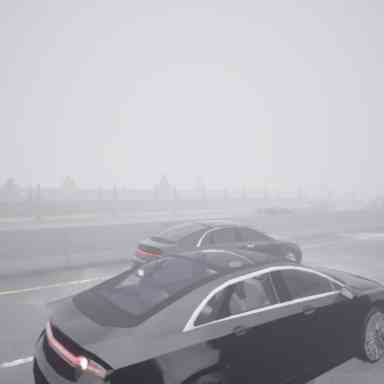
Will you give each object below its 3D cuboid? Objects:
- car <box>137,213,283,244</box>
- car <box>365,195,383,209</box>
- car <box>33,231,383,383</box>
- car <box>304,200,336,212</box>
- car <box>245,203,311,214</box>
[{"bbox_3d":[0.859,1.503,8.634,4.892,1.490,1.837,0,0,-36],"label":"car"},{"bbox_3d":[21.066,1.346,36.006,5.566,2.045,2.150,1,-1,-35],"label":"car"},{"bbox_3d":[0.698,1.491,4.216,4.902,1.511,2.128,0,0,-36],"label":"car"},{"bbox_3d":[12.661,1.550,34.334,5.357,1.411,2.033,0,0,-35],"label":"car"},{"bbox_3d":[4.490,1.546,20.004,5.357,1.411,2.033,0,0,-35],"label":"car"}]
